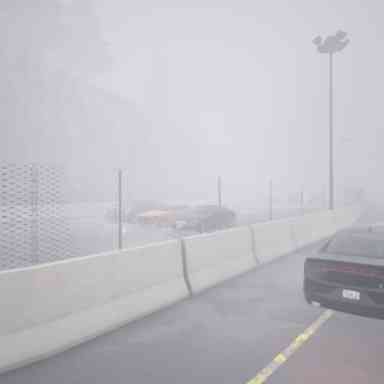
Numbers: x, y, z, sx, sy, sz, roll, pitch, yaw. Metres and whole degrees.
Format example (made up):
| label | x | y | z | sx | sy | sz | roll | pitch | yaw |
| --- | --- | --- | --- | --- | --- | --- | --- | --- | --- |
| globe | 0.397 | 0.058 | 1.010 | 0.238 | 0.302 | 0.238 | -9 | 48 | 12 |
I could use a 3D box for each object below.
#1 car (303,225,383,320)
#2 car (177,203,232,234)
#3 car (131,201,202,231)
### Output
| label | x | y | z | sx | sy | sz | roll | pitch | yaw |
| --- | --- | --- | --- | --- | --- | --- | --- | --- | --- |
| car | 4.021 | 1.462 | 7.208 | 1.882 | 1.535 | 5.008 | 0 | 0 | 38 |
| car | 0.770 | 1.467 | 18.738 | 2.128 | 1.511 | 4.902 | 0 | 0 | 35 |
| car | -1.498 | 1.453 | 21.586 | 1.882 | 1.535 | 5.008 | 0 | 0 | 35 |
